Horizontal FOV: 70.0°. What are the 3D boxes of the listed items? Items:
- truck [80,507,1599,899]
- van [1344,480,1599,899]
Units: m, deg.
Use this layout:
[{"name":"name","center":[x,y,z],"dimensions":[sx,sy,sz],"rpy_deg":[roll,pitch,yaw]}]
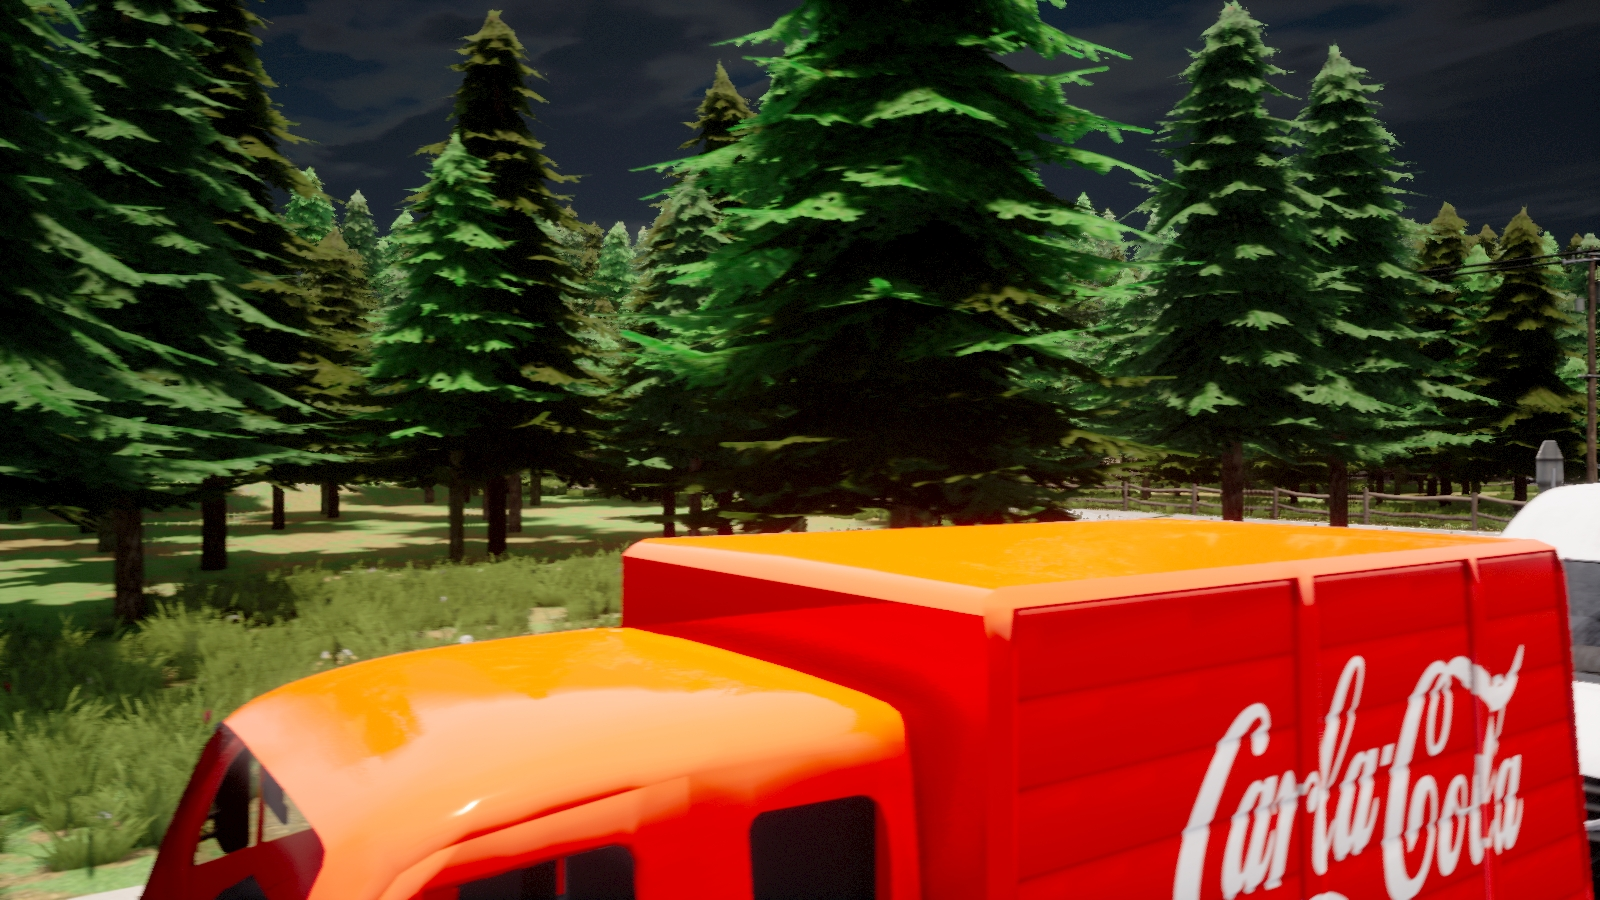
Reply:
[{"name":"truck","center":[0.524,1.568,4.167],"dimensions":[5.204,2.467,2.627],"rpy_deg":[0,0,-35]},{"name":"van","center":[6.556,1.534,8.367],"dimensions":[5.915,2.561,1.988],"rpy_deg":[0,0,-35]}]
